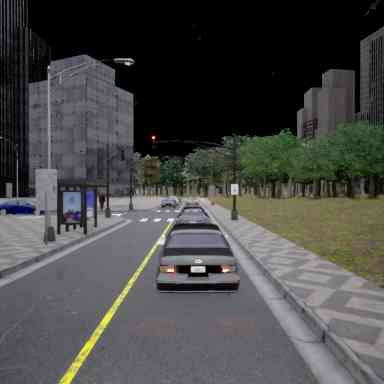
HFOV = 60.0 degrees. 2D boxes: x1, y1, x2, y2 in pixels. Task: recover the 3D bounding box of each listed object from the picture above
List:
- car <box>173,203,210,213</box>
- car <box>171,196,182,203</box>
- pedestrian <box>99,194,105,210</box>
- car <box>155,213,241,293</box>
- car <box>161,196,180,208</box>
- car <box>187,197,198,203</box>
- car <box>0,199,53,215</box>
[{"bbox_3d":[0.071,1.554,19.239,1.994,1.385,4.181,0,0,0],"label":"car"},{"bbox_3d":[-3.095,1.521,65.942,1.895,1.301,4.718,0,0,0],"label":"car"},{"bbox_3d":[-10.108,1.052,37.307,0.375,1.860,0.375,0,0,1],"label":"pedestrian"},{"bbox_3d":[0.094,1.545,8.961,2.033,1.411,5.357,0,0,-1],"label":"car"},{"bbox_3d":[-3.130,1.519,45.779,1.994,1.385,4.181,0,0,-1],"label":"car"},{"bbox_3d":[0.061,1.540,55.764,1.895,1.301,4.718,0,0,0],"label":"car"},{"bbox_3d":[-15.658,1.426,31.202,5.008,1.535,1.882,0,0,0],"label":"car"}]
